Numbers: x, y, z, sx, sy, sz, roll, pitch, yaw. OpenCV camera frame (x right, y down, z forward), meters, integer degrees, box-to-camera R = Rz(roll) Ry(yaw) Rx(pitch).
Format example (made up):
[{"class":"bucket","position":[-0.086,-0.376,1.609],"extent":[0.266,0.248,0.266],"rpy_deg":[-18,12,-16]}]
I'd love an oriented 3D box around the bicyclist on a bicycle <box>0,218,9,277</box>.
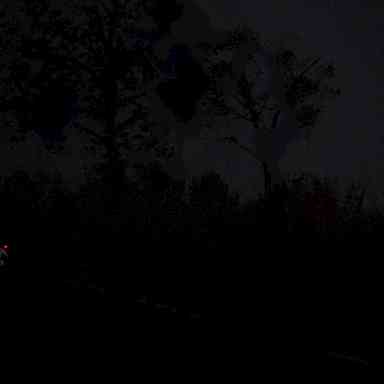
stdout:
[{"class":"bicyclist on a bicycle","position":[-5.381,1.307,8.908],"extent":[1.843,1.776,0.659],"rpy_deg":[1,0,36]}]
